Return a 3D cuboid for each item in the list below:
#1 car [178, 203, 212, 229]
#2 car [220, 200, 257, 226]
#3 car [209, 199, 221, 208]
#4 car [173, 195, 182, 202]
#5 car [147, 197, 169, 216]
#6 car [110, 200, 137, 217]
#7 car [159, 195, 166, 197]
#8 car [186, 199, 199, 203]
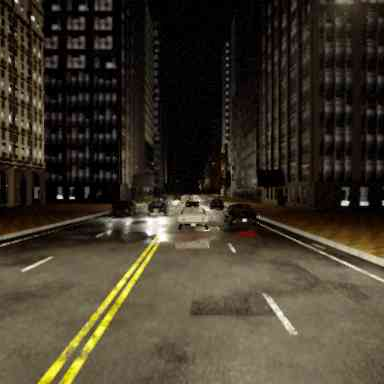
[{"bbox_3d":[0.087,1.644,21.985,1.895,1.301,4.718,0,0,0],"label":"car"},{"bbox_3d":[3.346,1.549,23.606,1.837,1.490,4.892,0,0,0],"label":"car"},{"bbox_3d":[3.339,1.624,45.339,2.033,1.411,5.357,0,0,0],"label":"car"},{"bbox_3d":[-3.267,1.414,74.109,1.882,1.535,5.008,0,0,0],"label":"car"},{"bbox_3d":[-3.341,1.556,33.172,2.128,1.511,4.902,0,0,0],"label":"car"},{"bbox_3d":[-6.593,1.542,32.324,1.882,1.535,5.008,0,0,0],"label":"car"},{"bbox_3d":[-6.517,1.463,74.108,2.128,1.511,4.902,0,0,0],"label":"car"},{"bbox_3d":[0.081,1.682,46.900,1.895,1.301,4.718,0,0,0],"label":"car"}]
